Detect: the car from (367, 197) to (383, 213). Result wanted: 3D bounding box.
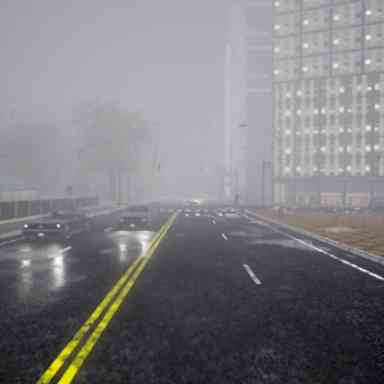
[{"bbox_3d":[23.011,1.585,38.416,5.009,1.841,2.192,1,2,20],"label":"car"}]

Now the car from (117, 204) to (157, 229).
[{"bbox_3d":[-3.345,1.508,21.344,2.033,1.411,5.357,0,0,0],"label":"car"}]

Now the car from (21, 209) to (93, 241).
[{"bbox_3d":[-6.599,1.568,16.797,1.895,1.301,4.718,0,0,0],"label":"car"}]
